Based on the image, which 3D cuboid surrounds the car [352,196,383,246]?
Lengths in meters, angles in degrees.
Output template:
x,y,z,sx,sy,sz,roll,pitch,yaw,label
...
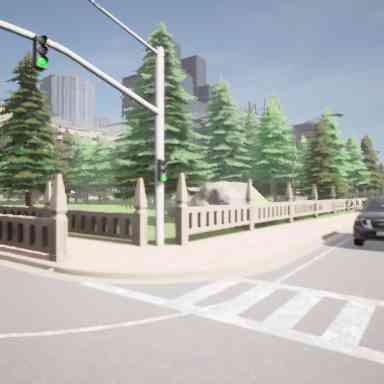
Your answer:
x,y,z,sx,sy,sz,roll,pitch,yaw,label
8.703,1.221,14.750,2.150,2.045,5.566,0,0,35,car
